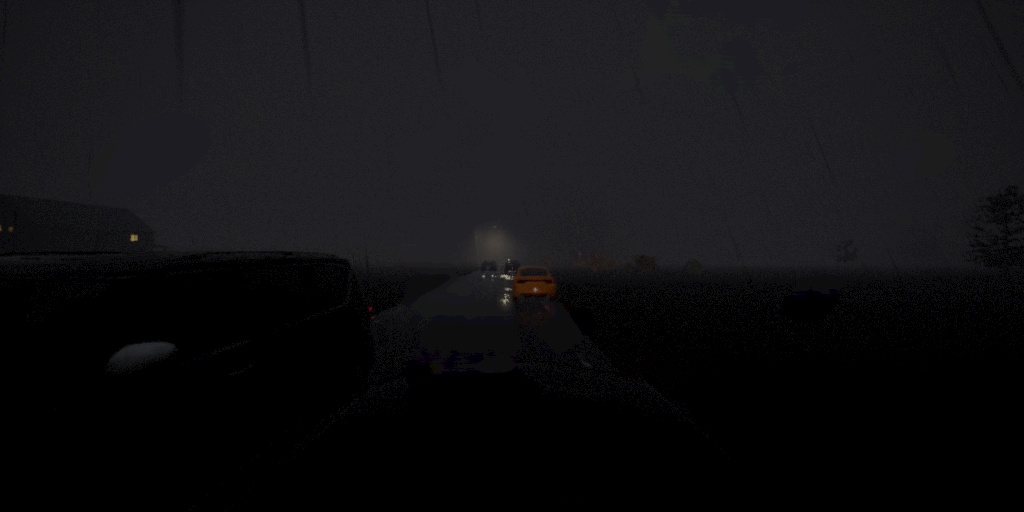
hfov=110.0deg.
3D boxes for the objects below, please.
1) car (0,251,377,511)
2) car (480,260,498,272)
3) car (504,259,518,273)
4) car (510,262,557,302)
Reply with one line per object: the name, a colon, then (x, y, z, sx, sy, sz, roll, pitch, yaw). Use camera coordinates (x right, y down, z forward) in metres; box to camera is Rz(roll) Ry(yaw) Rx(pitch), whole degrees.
car: (-2.850, 0.970, 2.511, 2.150, 2.045, 5.566, 0, 0, 0)
car: (-2.834, 1.211, 44.920, 2.128, 1.511, 4.902, 0, 0, 0)
car: (0.072, 1.209, 43.630, 2.128, 1.511, 4.902, 0, 0, 0)
car: (0.963, 1.216, 17.094, 1.882, 1.535, 5.008, 0, 0, 0)
